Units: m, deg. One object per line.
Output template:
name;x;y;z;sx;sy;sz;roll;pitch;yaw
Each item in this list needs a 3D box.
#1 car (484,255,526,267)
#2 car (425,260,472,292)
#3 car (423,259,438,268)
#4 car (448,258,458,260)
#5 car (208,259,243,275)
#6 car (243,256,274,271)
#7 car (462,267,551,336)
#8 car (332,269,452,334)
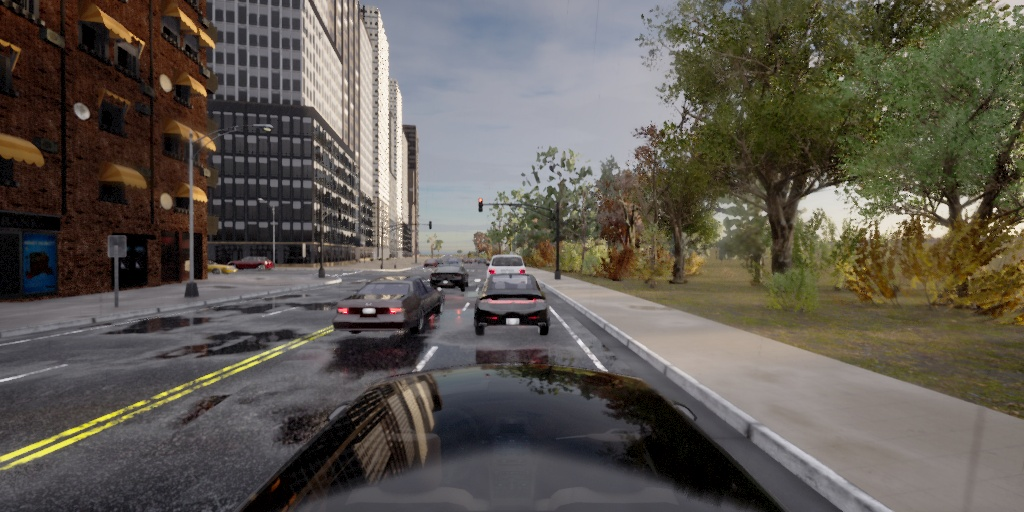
car;-0.338;0.958;20.827;2.150;2.045;5.566;0;0;-2
car;-3.612;1.215;21.261;1.882;1.535;5.008;0;0;-3
car;-13.307;1.173;58.720;1.882;1.535;5.008;0;1;-6
car;-10.080;1.256;59.083;1.994;1.385;4.181;0;0;-7
car;-26.687;0.929;30.966;4.829;1.417;1.751;0;0;-11
car;-28.723;0.792;39.278;4.097;1.591;1.967;0;0;-11
car;-0.029;1.237;10.390;2.128;1.511;4.902;0;0;-1
car;-3.282;1.292;10.631;2.033;1.411;5.357;0;0;-1
